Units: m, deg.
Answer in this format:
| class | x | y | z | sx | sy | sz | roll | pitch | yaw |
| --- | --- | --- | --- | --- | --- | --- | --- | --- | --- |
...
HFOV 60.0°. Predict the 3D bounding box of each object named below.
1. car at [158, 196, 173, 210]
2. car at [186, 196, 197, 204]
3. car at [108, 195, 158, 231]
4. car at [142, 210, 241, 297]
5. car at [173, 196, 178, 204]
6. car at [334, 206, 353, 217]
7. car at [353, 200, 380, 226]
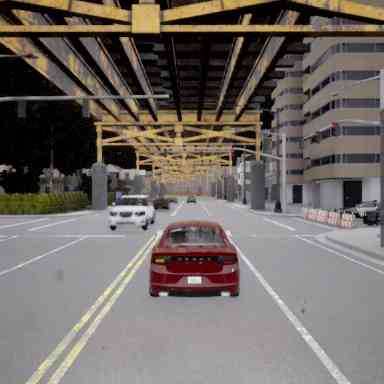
| class | x | y | z | sx | sy | sz | roll | pitch | yaw |
| --- | --- | --- | --- | --- | --- | --- | --- | --- | --- |
| car | -3.669 | 1.434 | 40.033 | 1.882 | 1.535 | 5.008 | 0 | 0 | -1 |
| car | -0.129 | 1.466 | 63.273 | 2.033 | 1.411 | 5.357 | 0 | 0 | 0 |
| car | -3.645 | 1.202 | 20.969 | 2.150 | 2.045 | 5.566 | 0 | 0 | 0 |
| car | 0.055 | 1.468 | 8.598 | 1.882 | 1.535 | 5.008 | 0 | 0 | 0 |
| car | -3.636 | 1.493 | 61.589 | 1.994 | 1.385 | 4.181 | 0 | 0 | 0 |
| car | 13.583 | 1.233 | 25.430 | 4.536 | 1.218 | 1.853 | 0 | 0 | 25 |
| car | 13.218 | 1.397 | 21.292 | 4.974 | 1.542 | 2.038 | 0 | 0 | -20 |
